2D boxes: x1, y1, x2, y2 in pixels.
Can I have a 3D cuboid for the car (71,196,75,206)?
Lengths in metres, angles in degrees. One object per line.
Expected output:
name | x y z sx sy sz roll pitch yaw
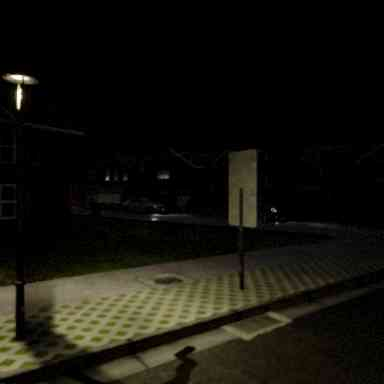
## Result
car | -16.984 0.974 42.404 4.892 1.490 1.837 1 1 34

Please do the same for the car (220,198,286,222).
car | 4.408 1.189 24.150 4.553 1.767 2.097 1 1 35

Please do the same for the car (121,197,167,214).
car | -4.419 1.224 30.208 4.674 1.442 1.812 1 1 34
